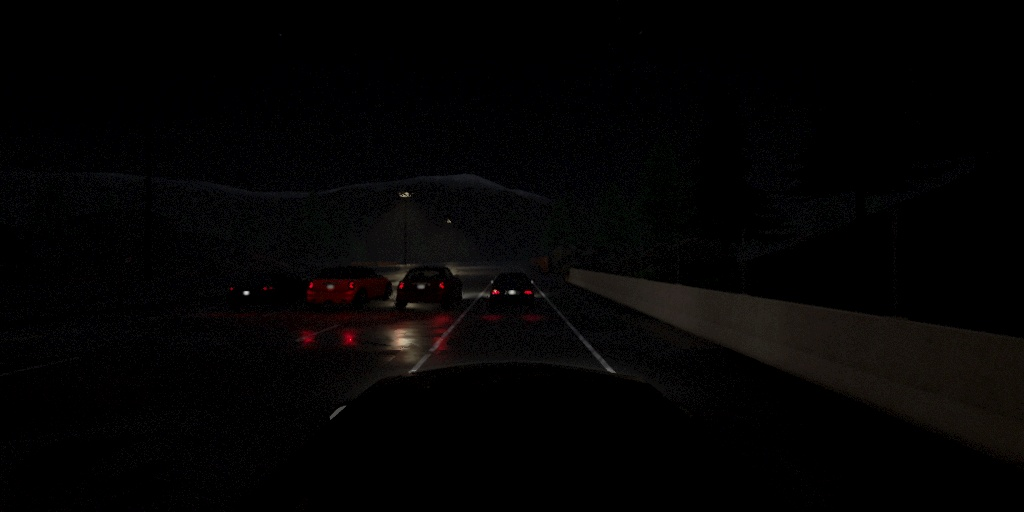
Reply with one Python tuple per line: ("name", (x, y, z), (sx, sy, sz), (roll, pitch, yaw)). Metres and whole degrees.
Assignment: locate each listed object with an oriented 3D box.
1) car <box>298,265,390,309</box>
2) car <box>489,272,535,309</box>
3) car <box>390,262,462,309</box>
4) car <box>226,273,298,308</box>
("car", (-6.996, 1.235, 15.941), (2.097, 1.767, 4.553), (0, -1, 0))
("car", (0.002, 1.431, 15.846), (2.033, 1.411, 5.357), (0, -1, 0))
("car", (-3.496, 1.235, 15.943), (2.097, 1.767, 4.553), (0, -1, 0))
("car", (-10.493, 1.451, 16.181), (1.994, 1.385, 4.181), (0, 0, 0))
